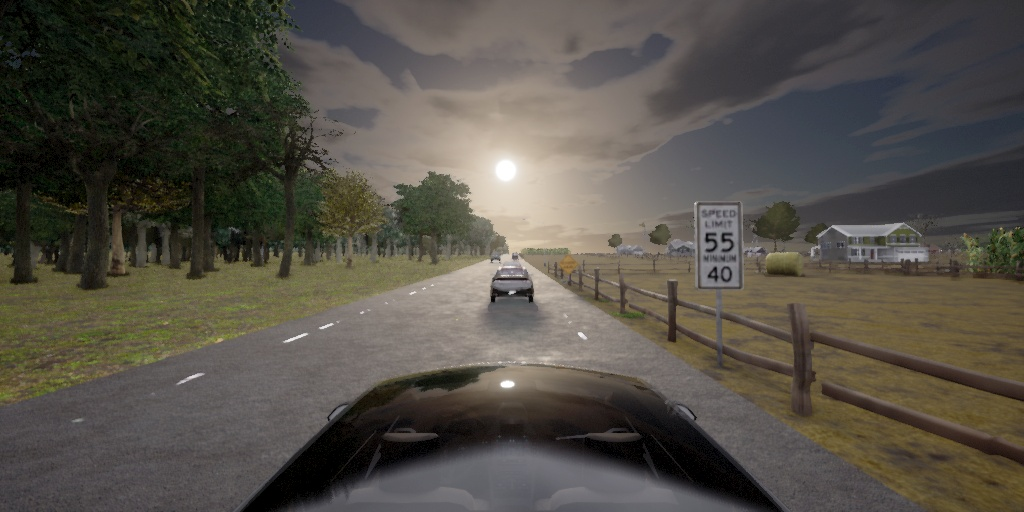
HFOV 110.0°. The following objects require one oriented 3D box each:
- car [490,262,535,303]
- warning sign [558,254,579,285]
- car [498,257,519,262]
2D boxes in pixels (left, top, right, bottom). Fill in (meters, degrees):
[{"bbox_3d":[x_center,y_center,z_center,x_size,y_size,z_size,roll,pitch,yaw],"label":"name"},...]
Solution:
[{"bbox_3d":[0.000,1.221,16.504,2.128,1.511,4.902,0,0,0],"label":"car"},{"bbox_3d":[3.550,0.816,22.290,1.300,1.860,1.060,0,0,0],"label":"warning sign"},{"bbox_3d":[0.000,1.131,31.510,1.882,1.535,5.008,0,0,0],"label":"car"}]
